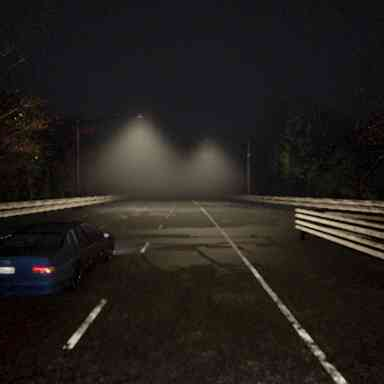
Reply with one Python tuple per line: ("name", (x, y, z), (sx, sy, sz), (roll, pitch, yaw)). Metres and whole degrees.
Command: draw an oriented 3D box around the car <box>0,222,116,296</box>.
("car", (-3.440, 1.488, 8.682), (2.033, 1.411, 5.357), (0, 0, 0))
